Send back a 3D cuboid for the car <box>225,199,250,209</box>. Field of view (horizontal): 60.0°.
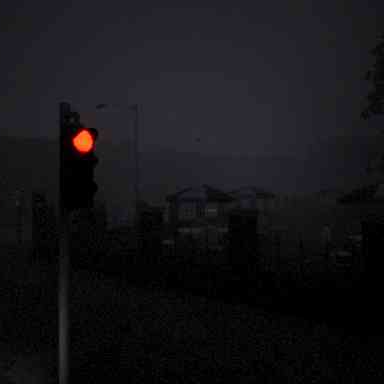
[{"bbox_3d":[5.657,1.546,43.102,2.033,1.411,5.357,0,0,43],"label":"car"}]
